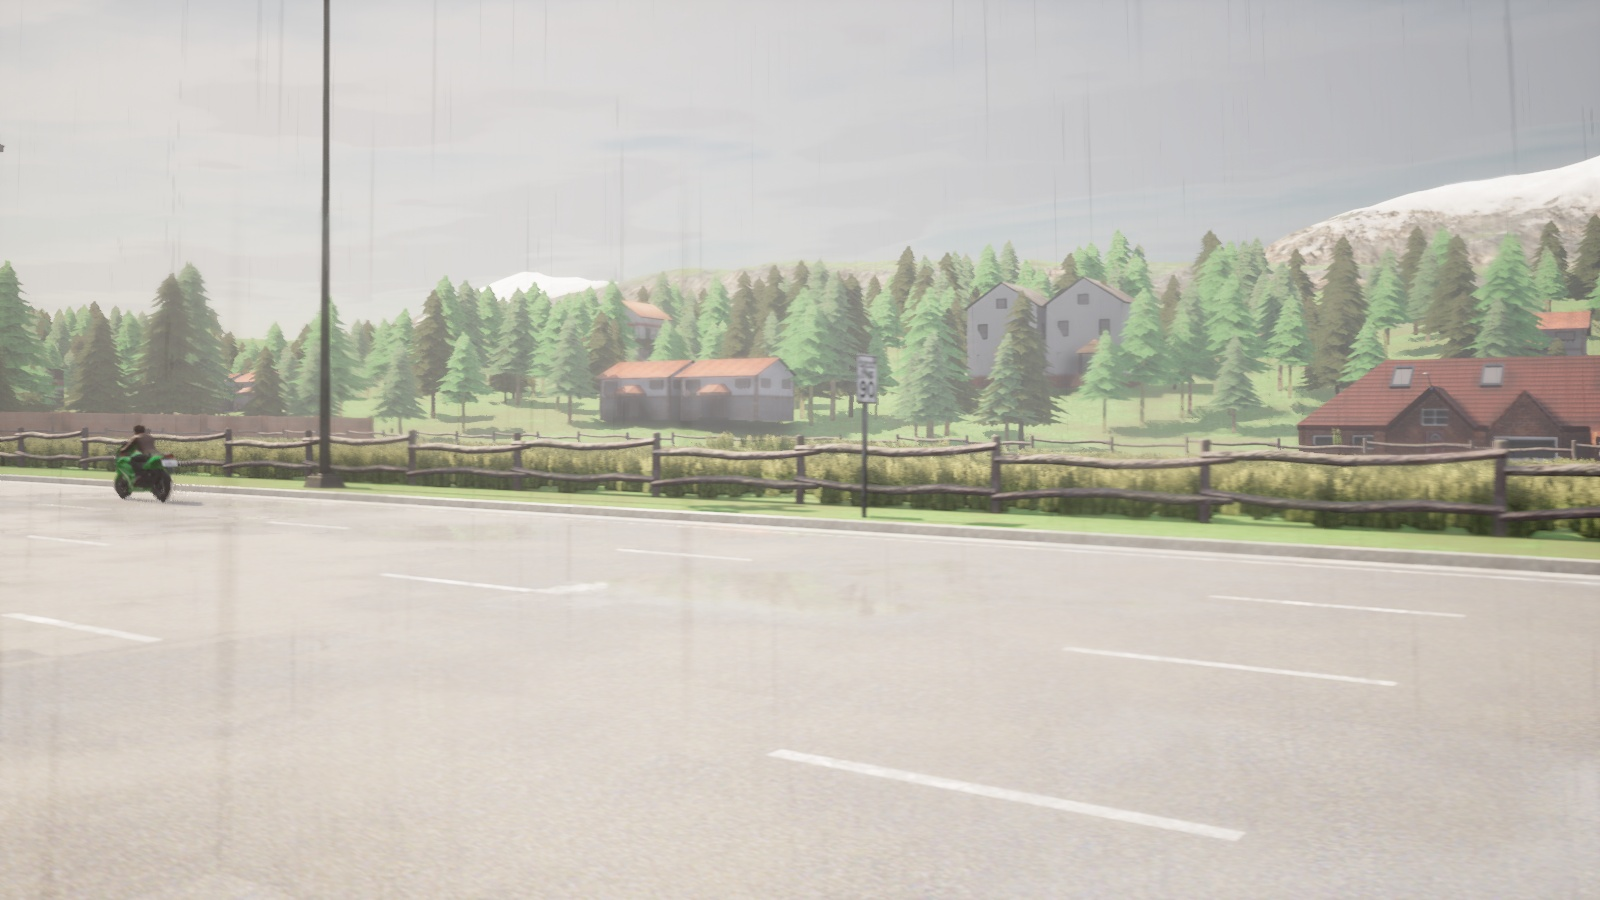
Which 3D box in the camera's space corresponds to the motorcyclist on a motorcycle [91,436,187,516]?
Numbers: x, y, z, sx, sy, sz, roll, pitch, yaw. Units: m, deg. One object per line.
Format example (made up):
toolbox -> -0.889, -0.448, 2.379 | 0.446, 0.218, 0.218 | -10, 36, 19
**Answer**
motorcyclist on a motorcycle -> -13.143, 0.492, 24.960 | 2.044, 1.523, 0.797 | 0, 1, 34
